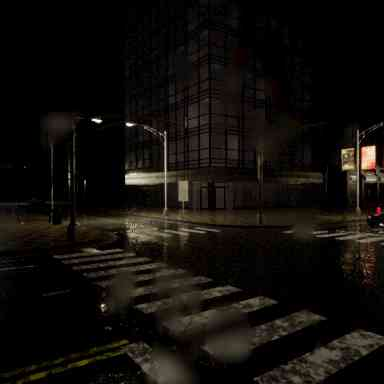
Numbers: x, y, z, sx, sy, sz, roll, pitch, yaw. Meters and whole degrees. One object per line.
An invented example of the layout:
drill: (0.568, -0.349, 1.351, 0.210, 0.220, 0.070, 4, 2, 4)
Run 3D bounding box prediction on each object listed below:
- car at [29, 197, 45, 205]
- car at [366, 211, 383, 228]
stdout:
car: (-28.658, 1.691, 61.469, 2.033, 1.411, 5.357, 0, 0, -36)
car: (12.960, 1.606, 20.811, 4.718, 1.301, 1.895, 0, 0, -35)
